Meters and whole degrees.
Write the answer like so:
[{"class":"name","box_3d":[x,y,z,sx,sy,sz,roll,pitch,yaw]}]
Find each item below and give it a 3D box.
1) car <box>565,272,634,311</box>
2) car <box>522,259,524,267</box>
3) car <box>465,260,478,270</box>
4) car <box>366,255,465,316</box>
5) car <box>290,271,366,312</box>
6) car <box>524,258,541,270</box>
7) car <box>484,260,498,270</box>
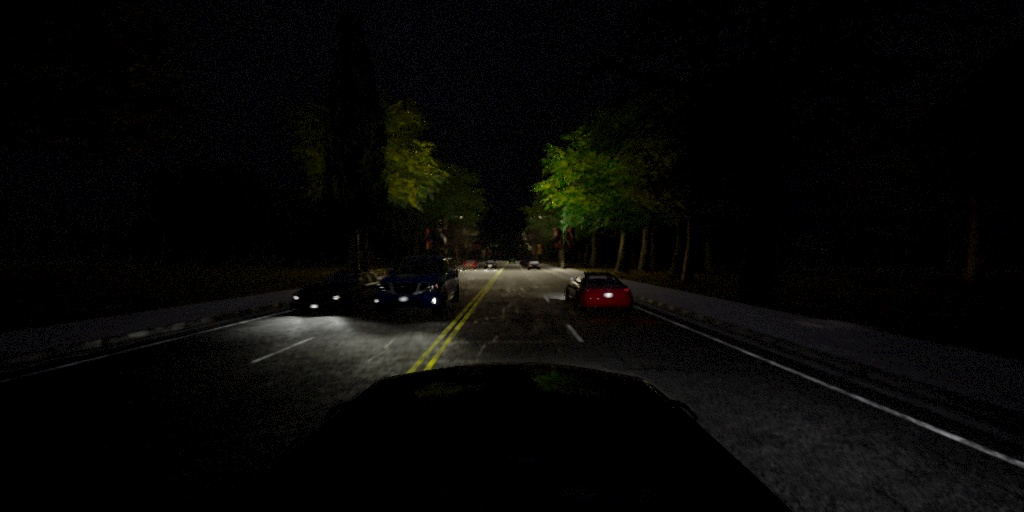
[{"class":"car","box_3d":[3.351,1.324,14.457,1.994,1.385,4.181,0,0,0]},{"class":"car","box_3d":[3.247,1.452,64.441,1.812,1.442,4.674,0,0,0]},{"class":"car","box_3d":[-6.536,1.356,56.548,1.882,1.535,5.008,0,0,1]},{"class":"car","box_3d":[-3.349,0.980,13.841,2.150,2.045,5.566,0,0,0]},{"class":"car","box_3d":[-6.601,1.307,14.619,2.033,1.411,5.357,0,0,0]},{"class":"car","box_3d":[3.248,1.412,53.439,2.033,1.411,5.357,0,0,0]},{"class":"car","box_3d":[-3.290,1.370,56.663,2.128,1.511,4.902,0,0,1]}]
